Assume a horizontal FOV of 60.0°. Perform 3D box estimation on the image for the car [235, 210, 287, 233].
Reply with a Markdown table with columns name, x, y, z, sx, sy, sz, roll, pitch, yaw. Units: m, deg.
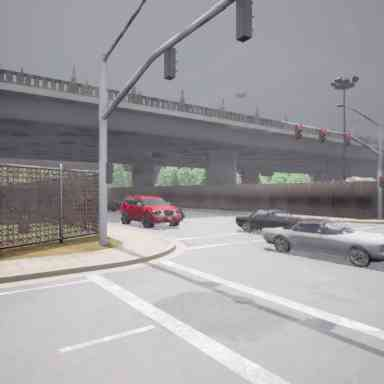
| name | x | y | z | sx | sy | sz | roll | pitch | yaw |
| --- | --- | --- | --- | --- | --- | --- | --- | --- | --- |
| car | 4.606 | 1.642 | 18.039 | 1.895 | 1.301 | 4.718 | 0 | -1 | -36 |

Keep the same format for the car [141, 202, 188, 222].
| name | x | y | z | sx | sy | sz | roll | pitch | yaw |
| --- | --- | --- | --- | --- | --- | --- | --- | --- | --- |
| car | -2.383 | 1.618 | 27.817 | 1.994 | 1.385 | 4.181 | 0 | 0 | -36 |

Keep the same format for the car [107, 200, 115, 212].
| name | x | y | z | sx | sy | sz | roll | pitch | yaw |
| --- | --- | --- | --- | --- | --- | --- | --- | --- | --- |
| car | -10.624 | 1.603 | 39.352 | 2.033 | 1.411 | 5.357 | 0 | 0 | -35 |

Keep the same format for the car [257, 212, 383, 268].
| name | x | y | z | sx | sy | sz | roll | pitch | yaw |
| --- | --- | --- | --- | --- | --- | --- | --- | --- | --- |
| car | 4.817 | 1.628 | 11.724 | 1.895 | 1.301 | 4.718 | 0 | 0 | -36 |

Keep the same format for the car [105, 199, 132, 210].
| name | x | y | z | sx | sy | sz | roll | pitch | yaw |
| --- | --- | --- | --- | --- | --- | --- | --- | --- | --- |
| car | -9.898 | 1.656 | 44.688 | 1.895 | 1.301 | 4.718 | 0 | 0 | -36 |

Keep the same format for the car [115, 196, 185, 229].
| name | x | y | z | sx | sy | sz | roll | pitch | yaw |
| --- | --- | --- | --- | --- | --- | --- | --- | --- | --- |
| car | -2.960 | 1.278 | 22.605 | 2.150 | 2.045 | 5.566 | 0 | 0 | -36 |
